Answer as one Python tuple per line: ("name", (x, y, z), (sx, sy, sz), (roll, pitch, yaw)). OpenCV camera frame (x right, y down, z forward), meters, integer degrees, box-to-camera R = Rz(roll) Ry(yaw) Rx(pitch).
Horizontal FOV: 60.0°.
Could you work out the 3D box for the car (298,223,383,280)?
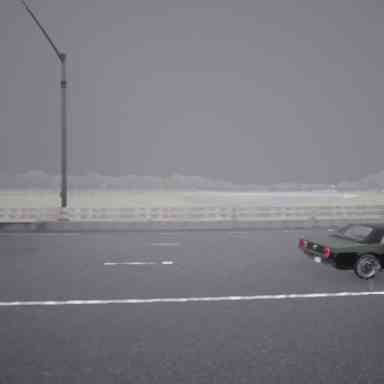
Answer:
("car", (5.576, 1.534, 9.280), (4.718, 1.301, 1.895), (0, 0, -8))
